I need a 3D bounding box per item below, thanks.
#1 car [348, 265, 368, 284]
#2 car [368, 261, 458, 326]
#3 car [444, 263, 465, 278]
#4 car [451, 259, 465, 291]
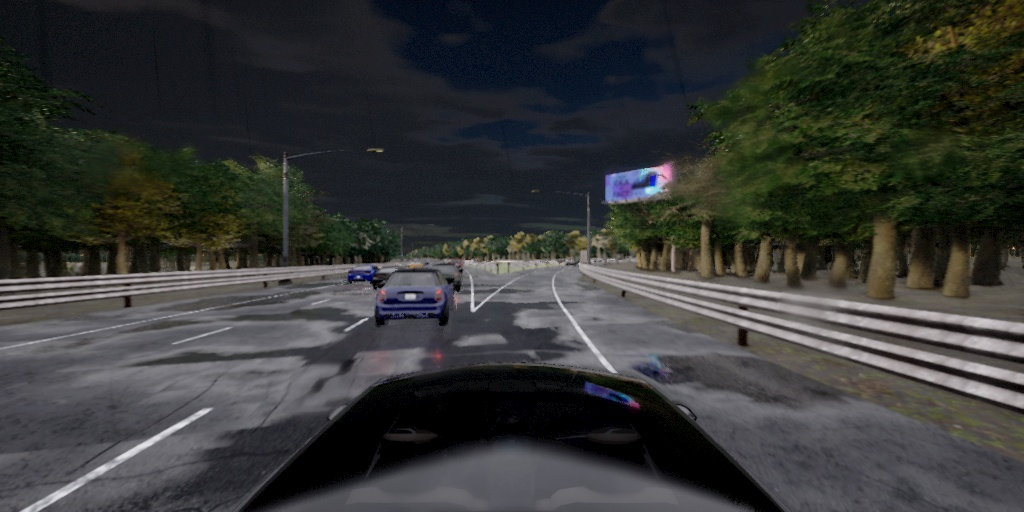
[{"bbox_3d":[-12.040,1.487,29.838,1.882,1.535,5.008,0,-1,-7],"label":"car"},{"bbox_3d":[-3.093,1.183,12.215,2.097,1.767,4.553,0,0,-6],"label":"car"},{"bbox_3d":[-6.379,1.583,40.141,2.128,1.511,4.902,0,-1,-7],"label":"car"},{"bbox_3d":[-4.374,1.278,23.640,2.097,1.767,4.553,0,0,-6],"label":"car"}]
